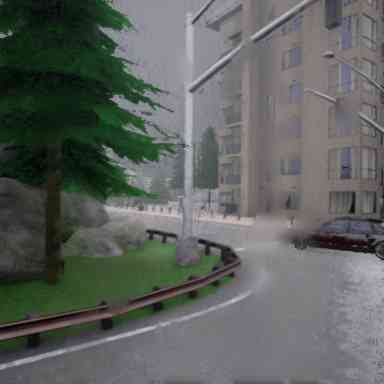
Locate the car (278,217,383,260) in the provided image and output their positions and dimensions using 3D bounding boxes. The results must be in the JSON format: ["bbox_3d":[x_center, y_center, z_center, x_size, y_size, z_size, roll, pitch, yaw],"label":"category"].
[{"bbox_3d":[6.232,1.712,13.137,5.357,1.411,2.033,0,0,39],"label":"car"}]
